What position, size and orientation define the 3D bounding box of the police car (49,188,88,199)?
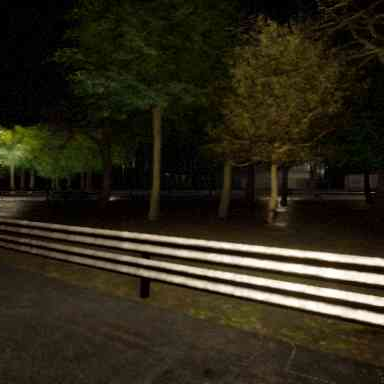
[{"bbox_3d":[-17.286,0.192,46.732,5.238,1.638,1.930,0,1,-4],"label":"police car"}]
